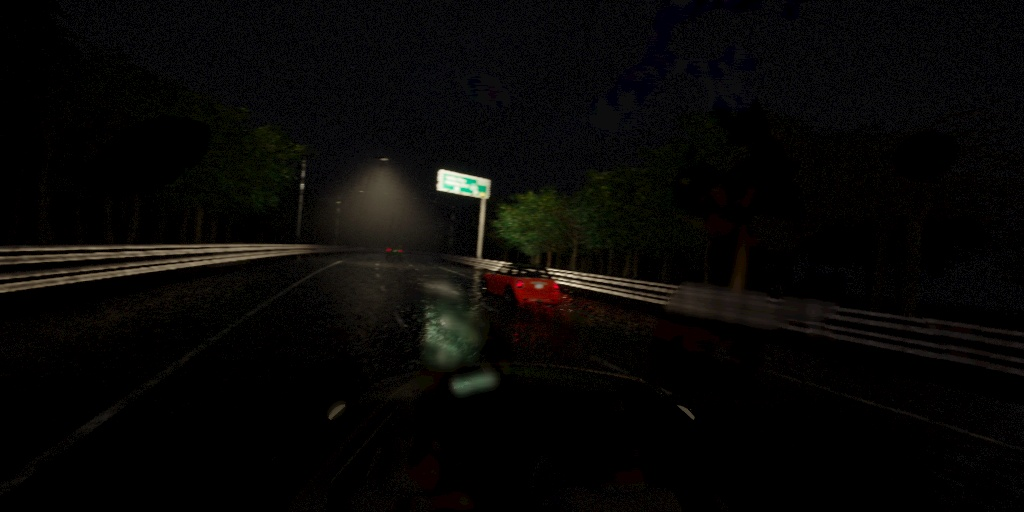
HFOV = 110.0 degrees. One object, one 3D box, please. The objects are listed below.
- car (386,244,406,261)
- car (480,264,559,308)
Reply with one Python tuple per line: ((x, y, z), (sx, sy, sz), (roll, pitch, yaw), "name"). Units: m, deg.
((-16.708, -0.634, 51.115), (2.150, 2.045, 5.566), (5, 0, -18), "car")
((0.208, 1.122, 15.750), (2.097, 1.767, 4.553), (5, 0, -23), "car")
